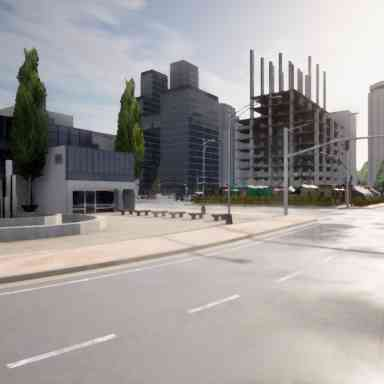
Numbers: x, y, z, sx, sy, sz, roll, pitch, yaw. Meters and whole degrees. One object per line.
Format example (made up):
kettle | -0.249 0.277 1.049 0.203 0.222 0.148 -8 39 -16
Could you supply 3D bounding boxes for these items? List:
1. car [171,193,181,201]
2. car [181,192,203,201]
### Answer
car | -2.358 1.154 76.680 1.905 1.878 3.866 0 0 37
car | -0.060 1.393 74.919 1.970 1.475 3.806 0 0 37
